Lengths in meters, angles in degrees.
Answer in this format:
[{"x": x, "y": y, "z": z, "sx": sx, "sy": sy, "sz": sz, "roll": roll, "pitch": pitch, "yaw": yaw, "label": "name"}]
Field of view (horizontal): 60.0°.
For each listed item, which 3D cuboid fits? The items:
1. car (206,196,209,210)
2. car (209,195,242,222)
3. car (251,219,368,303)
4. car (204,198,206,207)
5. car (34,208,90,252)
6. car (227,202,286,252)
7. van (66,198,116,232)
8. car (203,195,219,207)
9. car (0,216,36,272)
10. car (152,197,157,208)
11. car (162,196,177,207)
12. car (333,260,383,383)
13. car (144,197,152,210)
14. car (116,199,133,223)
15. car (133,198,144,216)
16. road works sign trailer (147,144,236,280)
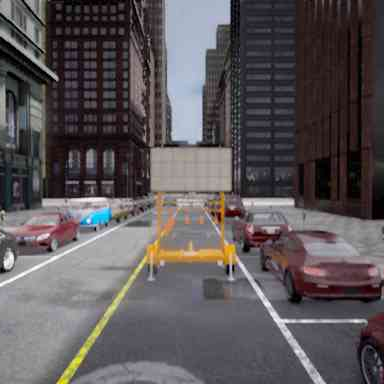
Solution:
[{"x": 2.688, "y": 1.168, "z": 30.372, "sx": 2.192, "sy": 1.841, "sz": 5.009, "roll": 0, "pitch": 0, "yaw": 0, "label": "car"}, {"x": 2.701, "y": 1.193, "z": 24.735, "sx": 2.192, "sy": 1.841, "sz": 5.009, "roll": 0, "pitch": 0, "yaw": 0, "label": "car"}, {"x": 2.742, "y": 1.541, "z": 7.830, "sx": 1.802, "sy": 1.307, "sz": 4.206, "roll": 0, "pitch": 0, "yaw": 0, "label": "car"}, {"x": 2.677, "y": 1.394, "z": 36.009, "sx": 1.947, "sy": 1.339, "sz": 4.313, "roll": 0, "pitch": 0, "yaw": 0, "label": "car"}, {"x": -5.796, "y": 1.514, "z": 13.441, "sx": 1.802, "sy": 1.307, "sz": 4.206, "roll": 0, "pitch": 0, "yaw": 0, "label": "car"}, {"x": 2.728, "y": 1.371, "z": 13.465, "sx": 1.967, "sy": 1.590, "sz": 4.097, "roll": 0, "pitch": 0, "yaw": 0, "label": "car"}, {"x": -5.810, "y": 1.246, "z": 19.077, "sx": 1.690, "sy": 1.788, "sz": 3.998, "roll": 0, "pitch": 0, "yaw": 0, "label": "van"}, {"x": 2.650, "y": 1.221, "z": 47.281, "sx": 1.967, "sy": 1.590, "sz": 4.097, "roll": 0, "pitch": 0, "yaw": 0, "label": "car"}, {"x": -5.783, "y": 1.510, "z": 7.804, "sx": 2.008, "sy": 1.369, "sz": 4.403, "roll": 0, "pitch": 0, "yaw": 0, "label": "car"}, {"x": -5.861, "y": 1.371, "z": 41.623, "sx": 1.947, "sy": 1.339, "sz": 4.313, "roll": 0, "pitch": 0, "yaw": 0, "label": "car"}, {"x": -3.169, "y": 1.289, "z": 46.997, "sx": 1.837, "sy": 1.490, "sz": 4.892, "roll": 0, "pitch": 0, "yaw": 0, "label": "car"}, {"x": 2.755, "y": 1.570, "z": 2.193, "sx": 1.802, "sy": 1.307, "sz": 4.206, "roll": 0, "pitch": 0, "yaw": 0, "label": "car"}, {"x": -5.848, "y": 1.395, "z": 35.987, "sx": 1.947, "sy": 1.339, "sz": 4.313, "roll": 0, "pitch": 0, "yaw": 0, "label": "car"}, {"x": -5.822, "y": 1.405, "z": 24.544, "sx": 1.752, "sy": 1.417, "sz": 4.829, "roll": 0, "pitch": 0, "yaw": 0, "label": "car"}, {"x": -5.835, "y": 1.435, "z": 30.351, "sx": 1.802, "sy": 1.307, "sz": 4.206, "roll": 0, "pitch": 0, "yaw": 0, "label": "car"}, {"x": -0.022, "y": 0.414, "z": 9.707, "sx": 2.380, "sy": 3.560, "sz": 2.880, "roll": 0, "pitch": 0, "yaw": 0, "label": "road works sign trailer"}]
